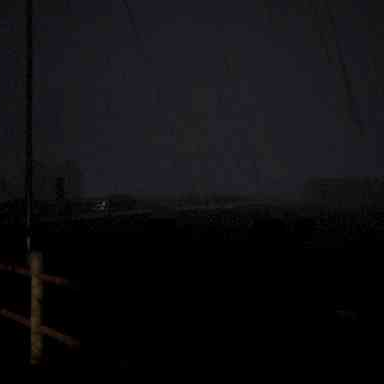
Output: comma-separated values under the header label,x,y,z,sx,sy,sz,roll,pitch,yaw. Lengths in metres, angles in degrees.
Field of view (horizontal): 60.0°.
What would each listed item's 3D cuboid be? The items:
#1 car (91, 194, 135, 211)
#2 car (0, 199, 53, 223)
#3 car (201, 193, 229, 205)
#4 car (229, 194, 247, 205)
label,x,y,z,sx,sy,sz,roll,pitch,yaw
car,-7.920,1.046,33.567,2.097,1.767,4.553,0,0,36
car,-12.061,1.346,22.660,1.895,1.301,4.718,0,0,35
car,3.174,0.954,49.712,2.097,1.767,4.553,0,0,35
car,6.611,1.099,49.674,1.837,1.490,4.892,0,0,35
